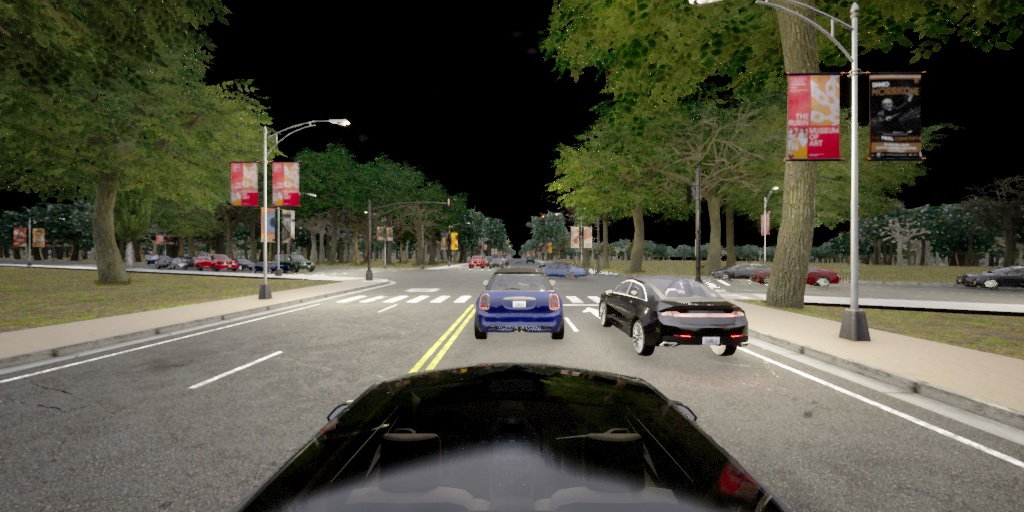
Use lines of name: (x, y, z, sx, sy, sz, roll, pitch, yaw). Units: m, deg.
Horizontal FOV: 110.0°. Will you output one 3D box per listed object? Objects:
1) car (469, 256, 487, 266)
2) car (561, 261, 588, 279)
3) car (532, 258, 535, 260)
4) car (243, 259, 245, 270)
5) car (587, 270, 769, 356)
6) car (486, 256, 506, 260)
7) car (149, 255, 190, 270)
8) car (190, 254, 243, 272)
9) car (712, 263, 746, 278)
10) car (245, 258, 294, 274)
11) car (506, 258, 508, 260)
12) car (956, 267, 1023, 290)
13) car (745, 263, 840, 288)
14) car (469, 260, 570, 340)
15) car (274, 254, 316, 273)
car: (-5.616, 0.968, 57.984, 2.150, 2.045, 5.566, 0, 0, 1)
car: (4.222, 1.320, 32.304, 5.357, 1.411, 2.033, 0, 0, 24)
car: (4.452, 1.240, 39.126, 2.128, 1.511, 4.902, -1, 0, -21)
car: (-34.693, 1.066, 45.925, 4.892, 1.490, 1.837, 0, 0, 24)
car: (3.430, 1.240, 8.582, 2.128, 1.511, 4.902, 0, 0, 0)
car: (-2.387, 1.098, 55.916, 2.097, 1.767, 4.553, 0, 0, 1)
car: (-44.284, 1.012, 46.655, 4.902, 1.511, 2.128, 0, 0, 24)
car: (-35.091, 0.789, 42.534, 5.566, 2.045, 2.150, 0, 0, 24)
car: (19.093, 1.346, 29.232, 4.902, 1.511, 2.128, 0, 0, 24)
car: (-26.025, 1.218, 38.478, 4.718, 1.301, 1.895, 0, 0, 27)
car: (-2.194, 1.347, 64.907, 1.895, 1.301, 4.718, 0, 0, 1)
car: (32.499, 1.444, 23.246, 4.892, 1.490, 1.837, 0, 0, 24)
car: (19.820, 1.347, 25.328, 5.008, 1.535, 1.882, 0, 0, 23)
car: (0.194, 1.100, 10.170, 2.097, 1.767, 4.553, 0, 0, 1)
car: (-25.532, 0.833, 41.835, 5.566, 2.045, 2.150, 0, 0, 24)
